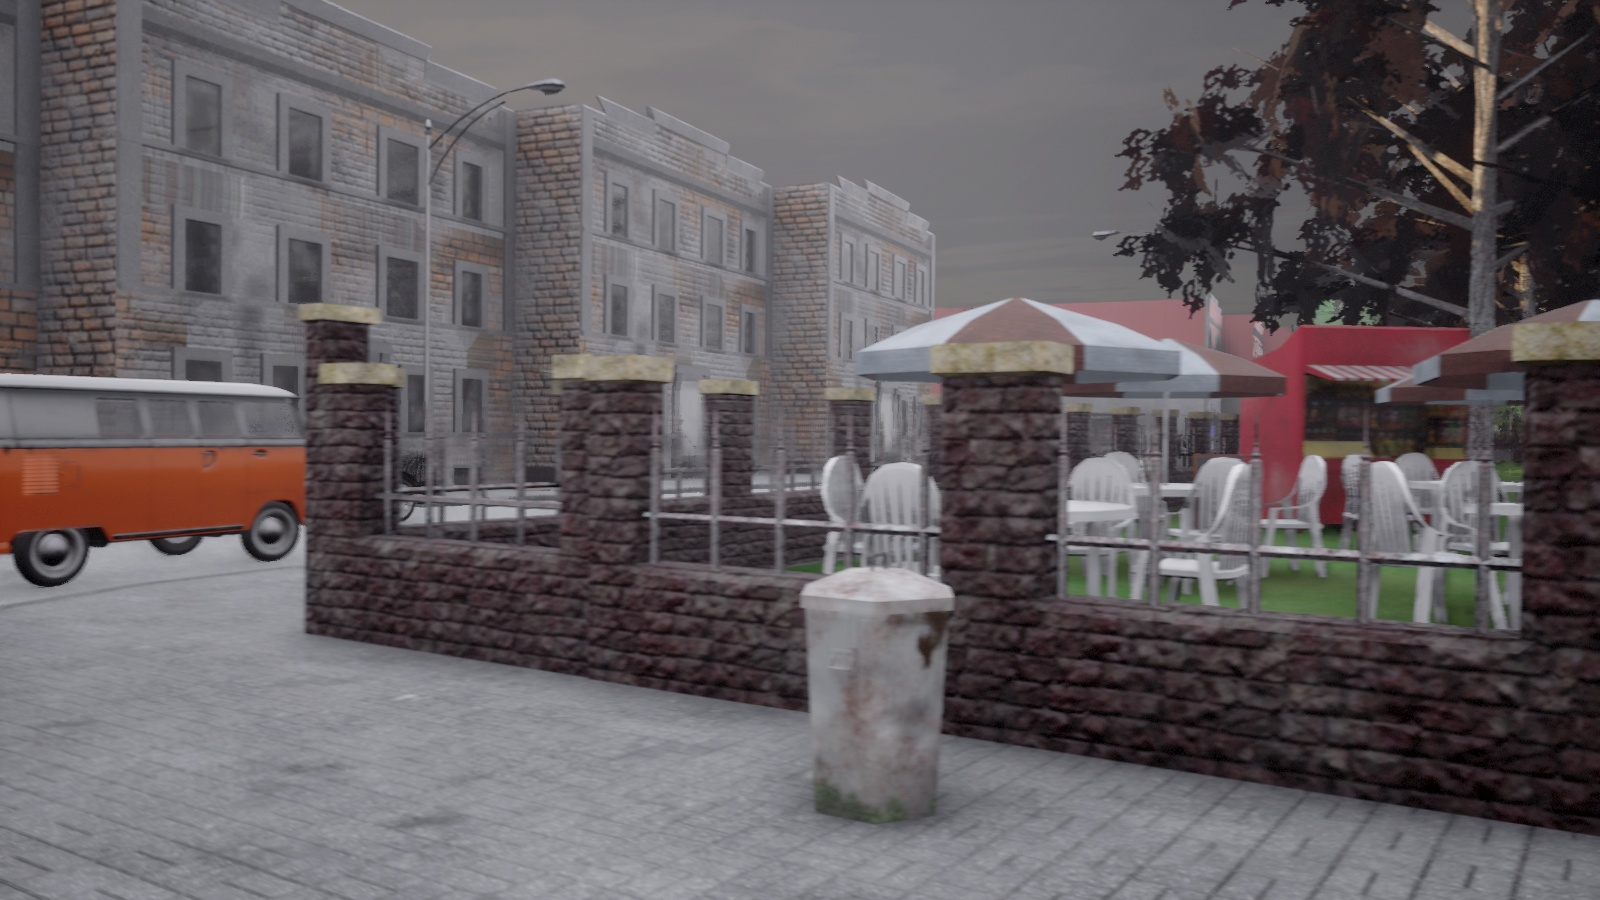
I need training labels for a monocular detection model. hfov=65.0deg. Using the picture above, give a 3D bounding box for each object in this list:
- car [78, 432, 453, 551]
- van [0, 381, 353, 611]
[{"bbox_3d":[-7.882,0.520,19.069,1.882,1.535,5.008,0,1,34],"label":"car"},{"bbox_3d":[-6.954,0.370,13.025,1.775,1.987,4.442,0,1,24],"label":"van"}]
